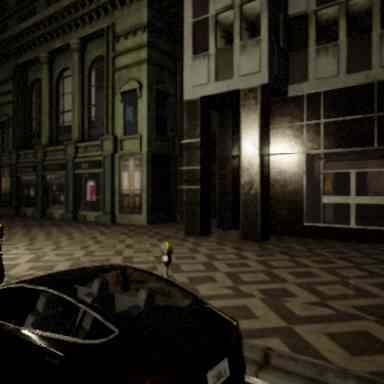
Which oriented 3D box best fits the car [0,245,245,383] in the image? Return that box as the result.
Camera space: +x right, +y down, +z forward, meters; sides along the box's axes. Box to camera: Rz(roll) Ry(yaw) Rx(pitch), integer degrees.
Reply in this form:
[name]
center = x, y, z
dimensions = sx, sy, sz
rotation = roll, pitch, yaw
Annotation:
[car]
center = -1.469, 1.572, 4.008
dimensions = 4.313, 1.339, 1.947
rotation = 0, 0, 36
